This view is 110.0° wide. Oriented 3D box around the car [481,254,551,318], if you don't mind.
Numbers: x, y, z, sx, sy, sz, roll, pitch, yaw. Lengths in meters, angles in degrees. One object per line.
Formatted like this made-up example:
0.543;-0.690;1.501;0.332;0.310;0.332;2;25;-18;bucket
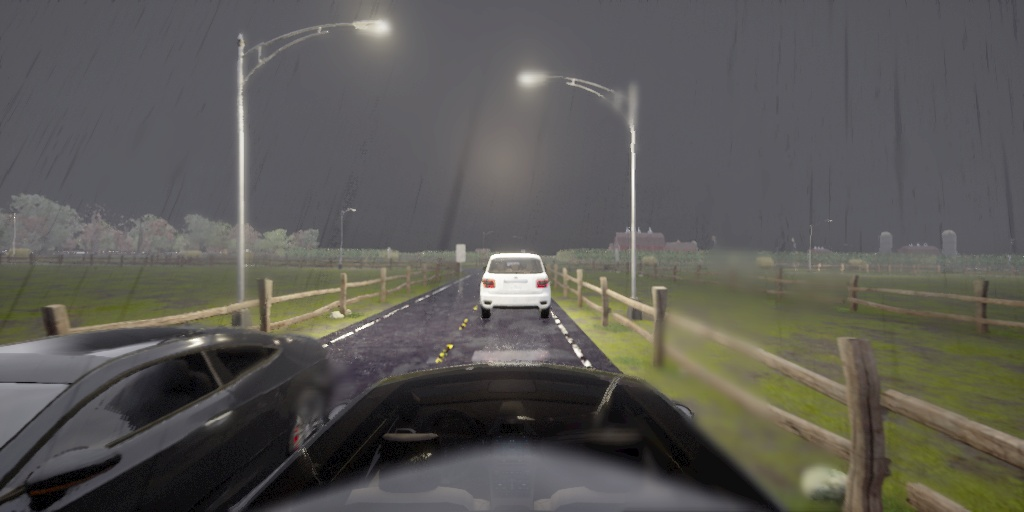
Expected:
0.102;0.945;12.927;2.150;2.045;5.566;0;0;0;car

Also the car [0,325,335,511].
-2.839;1.274;2.152;1.812;1.442;4.674;0;0;0;car
